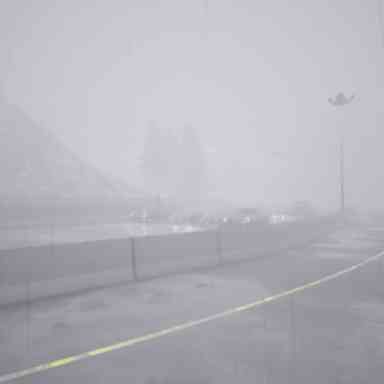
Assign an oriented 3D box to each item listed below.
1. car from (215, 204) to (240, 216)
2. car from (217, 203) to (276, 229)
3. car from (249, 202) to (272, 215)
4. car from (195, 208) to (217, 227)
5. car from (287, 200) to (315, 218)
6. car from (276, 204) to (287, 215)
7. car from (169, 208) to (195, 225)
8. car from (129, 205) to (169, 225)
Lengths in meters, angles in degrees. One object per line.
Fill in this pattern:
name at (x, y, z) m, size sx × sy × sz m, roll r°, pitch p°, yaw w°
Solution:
car at (5.093, 2.508, 47.170) m, size 1.837 × 1.490 × 4.892 m, roll -1°, pitch -2°, yaw 28°
car at (3.950, 1.850, 23.483) m, size 2.097 × 1.767 × 4.553 m, roll -1°, pitch -2°, yaw 33°
car at (10.143, 2.374, 49.218) m, size 2.097 × 1.767 × 4.553 m, roll -1°, pitch -1°, yaw 28°
car at (2.397, 2.116, 27.481) m, size 1.812 × 1.442 × 4.674 m, roll -1°, pitch -1°, yaw 31°
car at (13.785, 2.057, 41.153) m, size 2.150 × 2.045 × 5.566 m, roll -1°, pitch -2°, yaw 28°
car at (13.097, 2.460, 47.313) m, size 2.128 × 1.511 × 4.902 m, roll -1°, pitch -1°, yaw 28°
car at (0.157, 2.191, 30.515) m, size 1.812 × 1.442 × 4.674 m, roll -1°, pitch -2°, yaw 30°
car at (-3.769, 2.041, 30.791) m, size 2.097 × 1.767 × 4.553 m, roll -1°, pitch -1°, yaw 31°
